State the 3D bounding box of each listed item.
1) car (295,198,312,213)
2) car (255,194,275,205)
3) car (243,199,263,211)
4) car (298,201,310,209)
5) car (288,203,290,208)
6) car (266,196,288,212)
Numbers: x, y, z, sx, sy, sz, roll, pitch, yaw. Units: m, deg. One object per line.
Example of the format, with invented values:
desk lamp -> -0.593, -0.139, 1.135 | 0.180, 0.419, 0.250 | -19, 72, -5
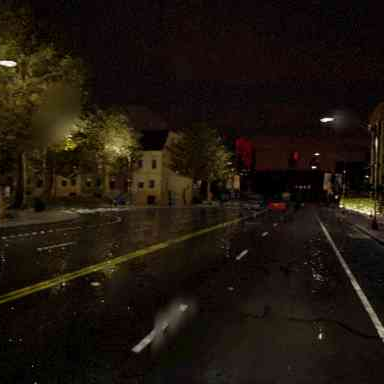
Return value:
car -> 16.112, 1.919, 48.283 | 2.150, 2.045, 5.566 | 2, 0, 19
car -> 14.383, 1.925, 65.157 | 2.150, 2.045, 5.566 | 2, 0, 19
car -> 8.866, 2.067, 49.320 | 1.895, 1.301, 4.718 | 2, 0, 19
car -> 21.279, 2.463, 63.403 | 2.033, 1.411, 5.357 | 2, 0, 19
car -> 17.435, 2.338, 62.980 | 2.033, 1.411, 5.357 | 2, 0, 19
car -> 12.338, 1.925, 48.076 | 2.097, 1.767, 4.553 | 2, 0, 19
